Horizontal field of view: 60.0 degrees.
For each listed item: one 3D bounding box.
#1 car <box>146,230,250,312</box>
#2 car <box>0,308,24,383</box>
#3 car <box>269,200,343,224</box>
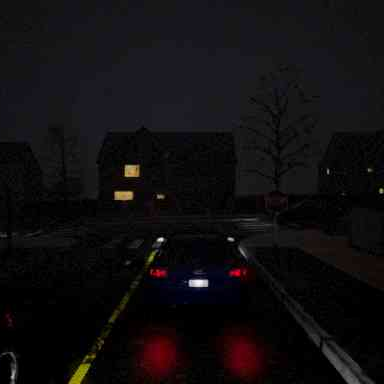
[{"bbox_3d":[0.092,1.564,7.818,1.994,1.385,4.181,0,0,-1],"label":"car"},{"bbox_3d":[-2.837,1.563,1.948,1.994,1.385,4.181,0,0,0],"label":"car"},{"bbox_3d":[7.458,1.282,21.935,4.674,1.442,1.812,-1,1,0],"label":"car"}]
